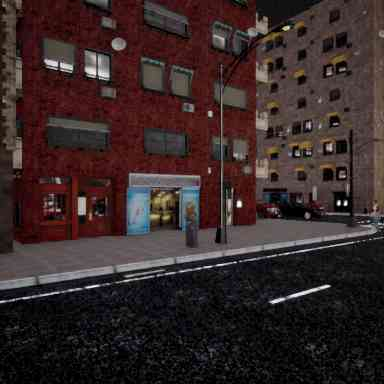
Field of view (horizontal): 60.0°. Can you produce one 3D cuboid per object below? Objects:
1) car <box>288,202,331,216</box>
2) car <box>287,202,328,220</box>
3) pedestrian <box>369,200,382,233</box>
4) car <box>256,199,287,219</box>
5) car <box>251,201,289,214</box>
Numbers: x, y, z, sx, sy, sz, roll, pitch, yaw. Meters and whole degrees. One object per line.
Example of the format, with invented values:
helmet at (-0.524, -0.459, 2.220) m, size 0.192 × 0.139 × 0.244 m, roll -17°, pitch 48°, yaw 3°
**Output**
car at (13.016, 1.847, 37.182) m, size 1.802 × 1.307 × 4.206 m, roll -1°, pitch 0°, yaw -37°
car at (9.999, 1.712, 31.365) m, size 1.882 × 1.535 × 5.008 m, roll 0°, pitch -1°, yaw -37°
pedestrian at (9.953, 1.296, 17.918) m, size 0.375 × 1.860 × 0.375 m, roll 0°, pitch 0°, yaw -36°
car at (6.086, 1.588, 32.003) m, size 2.192 × 1.841 × 5.009 m, roll -1°, pitch 0°, yaw -37°
car at (9.663, 1.902, 41.627) m, size 1.947 × 1.339 × 4.313 m, roll -1°, pitch 0°, yaw -37°
